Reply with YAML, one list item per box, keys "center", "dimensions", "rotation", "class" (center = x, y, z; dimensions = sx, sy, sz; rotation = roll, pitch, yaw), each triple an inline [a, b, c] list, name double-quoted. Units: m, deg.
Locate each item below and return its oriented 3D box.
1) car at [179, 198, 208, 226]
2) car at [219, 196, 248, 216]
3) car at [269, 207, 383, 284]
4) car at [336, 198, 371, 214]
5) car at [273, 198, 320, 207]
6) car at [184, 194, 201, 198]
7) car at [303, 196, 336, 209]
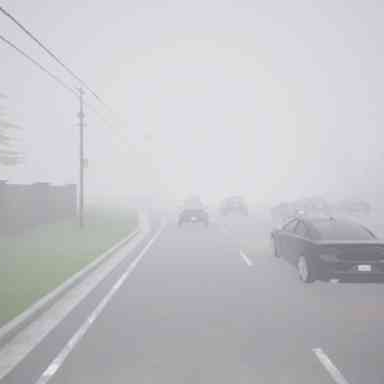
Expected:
- center: [0.100, 1.367, 21.801]
  dimensions: [1.812, 1.442, 4.674]
  rotation: [0, 0, 0]
  class: "car"
- center: [3.599, 1.138, 29.698]
  dimensions: [2.097, 1.767, 4.553]
  rotation: [0, 0, 0]
  class: "car"
- center: [3.601, 1.410, 9.411]
  dimensions: [1.882, 1.535, 5.008]
  rotation: [0, 1, 0]
  class: "car"
- center: [14.100, 1.278, 29.929]
  dimensions: [2.128, 1.511, 4.902]
  rotation: [0, 0, 0]
  class: "car"
- center: [7.100, 1.374, 24.221]
  dimensions: [2.033, 1.411, 5.357]
  rotation: [0, 0, 0]
  class: "car"
- center: [0.100, 1.060, 40.834]
  dimensions: [2.097, 1.767, 4.553]
  rotation: [0, 0, 0]
  class: "car"
- center: [10.599, 1.139, 29.682]
  dimensions: [2.097, 1.767, 4.553]
  rotation: [0, 0, 0]
  class: "car"
